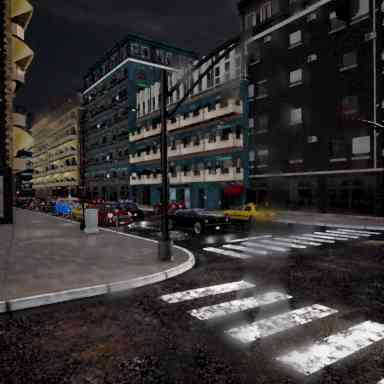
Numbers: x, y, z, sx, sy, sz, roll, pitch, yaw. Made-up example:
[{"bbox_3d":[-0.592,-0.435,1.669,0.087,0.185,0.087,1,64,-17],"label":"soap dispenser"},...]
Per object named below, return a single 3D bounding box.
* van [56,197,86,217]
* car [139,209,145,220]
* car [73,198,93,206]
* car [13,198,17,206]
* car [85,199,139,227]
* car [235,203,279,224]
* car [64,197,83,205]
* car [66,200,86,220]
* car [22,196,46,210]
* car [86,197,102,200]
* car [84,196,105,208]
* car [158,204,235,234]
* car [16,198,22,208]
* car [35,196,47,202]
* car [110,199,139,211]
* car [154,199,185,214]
[{"bbox_3d":[-12.258,1.483,32.945,1.690,1.788,3.998,-1,1,-35],"label":"van"},{"bbox_3d":[-5.664,1.646,28.168,1.994,1.385,4.181,-1,0,-35],"label":"car"},{"bbox_3d":[-18.283,1.644,55.836,1.947,1.339,4.313,-1,1,-35],"label":"car"},{"bbox_3d":[-31.532,1.782,59.984,1.887,1.381,4.507,-1,1,-35],"label":"car"},{"bbox_3d":[-5.831,1.553,23.935,1.967,1.590,4.097,-1,1,-35],"label":"car"},{"bbox_3d":[4.108,1.498,24.431,1.752,1.417,4.829,-1,1,-35],"label":"car"},{"bbox_3d":[-21.496,1.645,60.342,2.008,1.369,4.403,-1,1,-35],"label":"car"},{"bbox_3d":[-8.943,1.652,28.302,1.752,1.417,4.829,-1,1,-35],"label":"car"},{"bbox_3d":[-21.895,1.628,46.465,1.967,1.590,4.097,-1,1,-35],"label":"car"},{"bbox_3d":[-11.814,1.588,36.803,1.882,1.535,5.008,-1,1,-35],"label":"car"},{"bbox_3d":[-15.072,1.502,51.329,1.967,1.590,4.097,-1,1,-35],"label":"car"},{"bbox_3d":[0.136,1.658,20.031,1.895,1.301,4.718,-1,0,-35],"label":"car"},{"bbox_3d":[-25.106,1.770,50.972,1.947,1.339,4.313,-1,1,-35],"label":"car"},{"bbox_3d":[-37.561,1.728,82.873,1.887,1.381,4.507,-1,1,-35],"label":"car"},{"bbox_3d":[-8.644,1.581,42.317,2.008,1.369,4.403,-1,1,-35],"label":"car"},{"bbox_3d":[-2.220,1.441,33.304,1.967,1.590,4.097,-1,1,-35],"label":"car"}]
